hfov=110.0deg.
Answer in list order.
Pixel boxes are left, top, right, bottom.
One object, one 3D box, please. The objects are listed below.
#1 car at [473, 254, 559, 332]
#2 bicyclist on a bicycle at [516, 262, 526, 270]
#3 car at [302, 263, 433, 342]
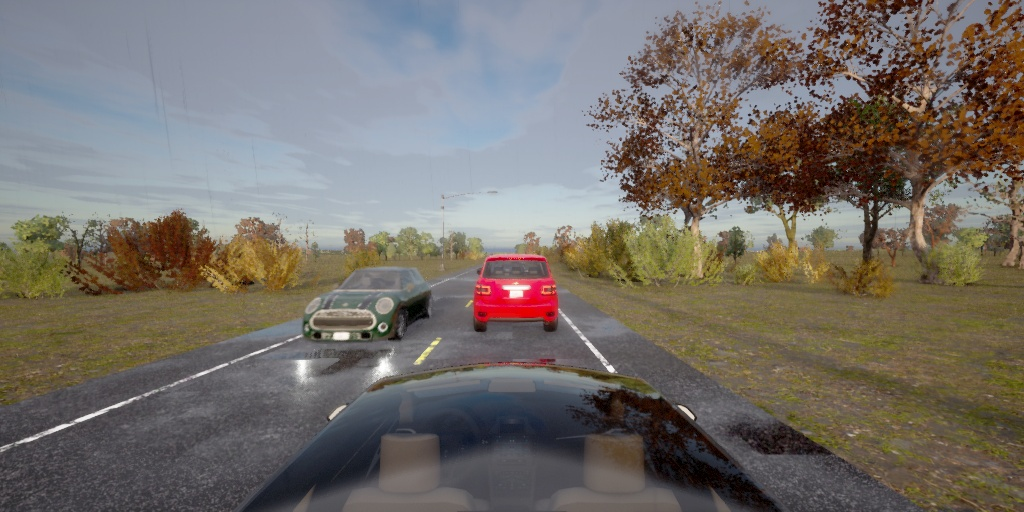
[{"bbox_3d":[0.078,0.968,10.990,2.150,2.045,5.566,0,0,-1],"label":"car"},{"bbox_3d":[0.859,1.110,30.169,0.659,1.776,1.843,0,0,0],"label":"bicyclist on a bicycle"},{"bbox_3d":[-3.617,1.099,9.825,2.097,1.767,4.553,0,0,0],"label":"car"}]
